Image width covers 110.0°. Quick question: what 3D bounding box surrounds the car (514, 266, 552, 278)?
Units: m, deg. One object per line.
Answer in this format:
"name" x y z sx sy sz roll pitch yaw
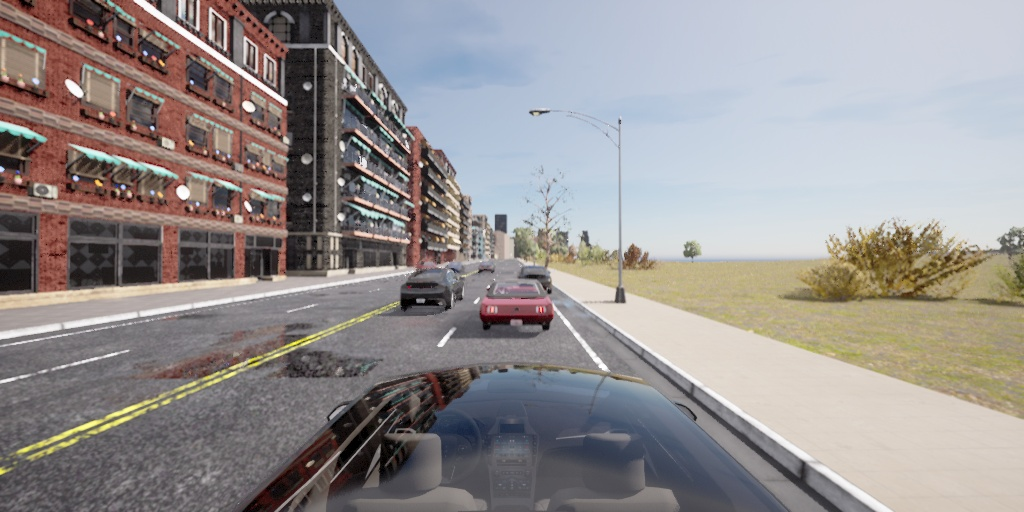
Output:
"car" 1.188 1.278 20.361 1.837 1.490 4.892 0 0 0

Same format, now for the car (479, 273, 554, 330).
"car" 0.125 1.362 11.099 1.895 1.301 4.718 0 0 0

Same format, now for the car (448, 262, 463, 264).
"car" -6.496 1.342 40.989 2.033 1.411 5.357 0 0 0

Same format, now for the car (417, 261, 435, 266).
"car" -9.743 1.320 41.001 1.812 1.442 4.674 0 0 0

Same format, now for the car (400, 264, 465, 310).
"car" -3.115 1.271 14.675 1.837 1.490 4.892 0 0 0

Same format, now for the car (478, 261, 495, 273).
"car" -3.039 1.344 43.583 2.033 1.411 5.357 0 0 0
